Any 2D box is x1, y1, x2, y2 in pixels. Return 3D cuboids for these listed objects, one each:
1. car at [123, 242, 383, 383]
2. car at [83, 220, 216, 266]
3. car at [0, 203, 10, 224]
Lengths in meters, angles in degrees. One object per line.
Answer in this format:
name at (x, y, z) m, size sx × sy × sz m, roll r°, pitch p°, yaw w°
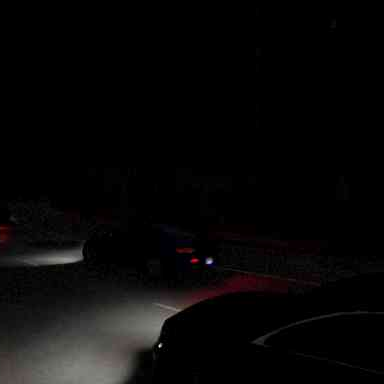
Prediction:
car at (1.803, 1.513, 2.849) m, size 4.892 × 1.490 × 1.837 m, roll -1°, pitch 0°, yaw 36°
car at (-1.324, 1.541, 9.795) m, size 4.674 × 1.442 × 1.812 m, roll 0°, pitch 0°, yaw 40°
car at (-14.445, 1.508, 24.062) m, size 1.837 × 1.490 × 4.892 m, roll 0°, pitch 0°, yaw -36°
